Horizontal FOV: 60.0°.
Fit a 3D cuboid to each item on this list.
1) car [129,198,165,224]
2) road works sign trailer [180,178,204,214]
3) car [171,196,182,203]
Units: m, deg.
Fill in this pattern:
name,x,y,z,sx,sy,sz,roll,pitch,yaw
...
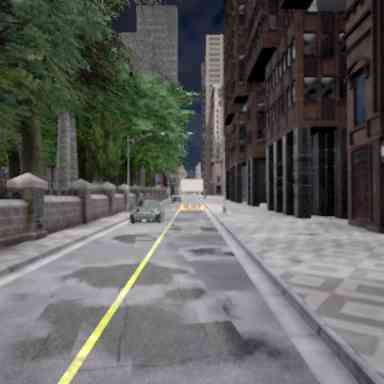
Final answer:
name,x,y,z,sx,sy,sz,roll,pitch,yaw
car,-3.104,1.273,23.857,2.097,1.767,4.553,0,0,0
road works sign trailer,-0.009,0.356,33.798,2.380,3.560,2.880,0,0,0
car,-3.032,1.396,65.356,1.994,1.385,4.181,0,0,0
